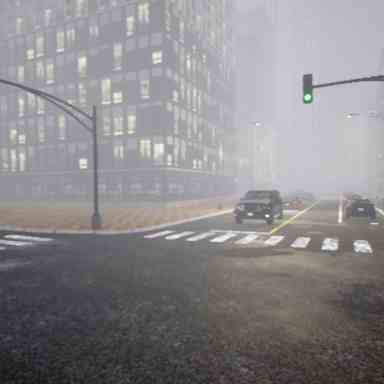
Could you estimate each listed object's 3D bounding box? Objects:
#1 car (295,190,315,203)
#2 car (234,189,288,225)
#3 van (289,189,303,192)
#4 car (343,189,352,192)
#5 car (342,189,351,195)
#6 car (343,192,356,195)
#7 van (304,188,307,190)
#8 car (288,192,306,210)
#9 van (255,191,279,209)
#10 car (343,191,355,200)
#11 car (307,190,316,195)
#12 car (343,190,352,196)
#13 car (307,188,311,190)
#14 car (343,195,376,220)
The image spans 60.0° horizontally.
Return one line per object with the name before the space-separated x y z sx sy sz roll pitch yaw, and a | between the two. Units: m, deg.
car | 16.576 0.755 48.042 2.033 1.411 5.357 0 1 25
car | 4.403 0.858 21.168 2.150 2.045 5.566 0 1 24
van | 17.324 0.448 56.129 1.690 1.788 3.998 0 1 24
car | 22.641 0.707 47.532 2.008 1.369 4.403 0 1 24
car | 38.913 0.029 83.606 1.967 1.590 4.097 0 1 24
car | 15.666 0.947 32.071 1.887 1.381 4.507 0 1 24
van | 19.649 0.367 61.283 1.690 1.788 3.998 0 1 24
car | 9.870 1.007 33.277 1.994 1.385 4.181 0 1 24
van | 8.025 0.775 35.515 1.690 1.788 3.998 0 1 24
car | 27.290 0.538 57.838 1.887 1.381 4.507 0 1 24
car | 31.276 0.187 87.054 1.947 1.339 4.313 0 1 24
car | 36.590 0.236 78.453 1.947 1.339 4.313 0 1 24
car | 21.977 0.495 66.438 2.008 1.369 4.403 0 1 24
car | 11.569 1.113 22.987 1.947 1.339 4.313 0 1 24
